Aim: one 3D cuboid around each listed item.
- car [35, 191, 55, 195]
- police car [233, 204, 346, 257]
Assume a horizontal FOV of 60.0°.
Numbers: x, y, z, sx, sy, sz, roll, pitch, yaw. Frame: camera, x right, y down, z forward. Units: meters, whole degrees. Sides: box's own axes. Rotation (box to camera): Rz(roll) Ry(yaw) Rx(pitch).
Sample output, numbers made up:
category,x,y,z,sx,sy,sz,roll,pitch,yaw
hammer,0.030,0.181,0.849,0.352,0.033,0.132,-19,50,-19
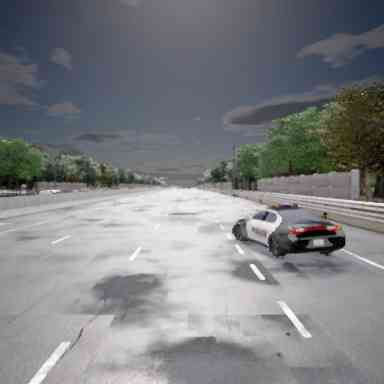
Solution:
category,x,y,z,sx,sy,sz,roll,pitch,yaw
car,-17.881,0.669,40.552,1.812,1.442,4.674,0,1,0
police car,3.113,1.243,12.008,2.038,1.542,4.974,-3,2,-13
